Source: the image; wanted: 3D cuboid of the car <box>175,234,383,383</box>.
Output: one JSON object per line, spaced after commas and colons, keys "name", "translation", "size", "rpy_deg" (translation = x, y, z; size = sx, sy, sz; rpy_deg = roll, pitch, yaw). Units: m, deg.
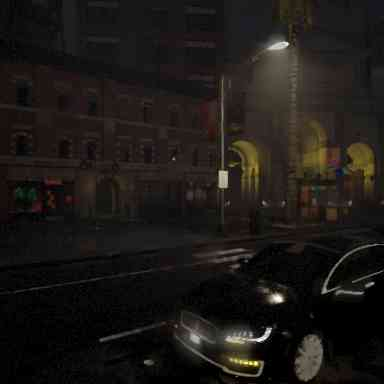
{"name": "car", "translation": [2.025, 1.504, 5.380], "size": [4.892, 1.490, 1.837], "rpy_deg": [0, 0, -35]}
